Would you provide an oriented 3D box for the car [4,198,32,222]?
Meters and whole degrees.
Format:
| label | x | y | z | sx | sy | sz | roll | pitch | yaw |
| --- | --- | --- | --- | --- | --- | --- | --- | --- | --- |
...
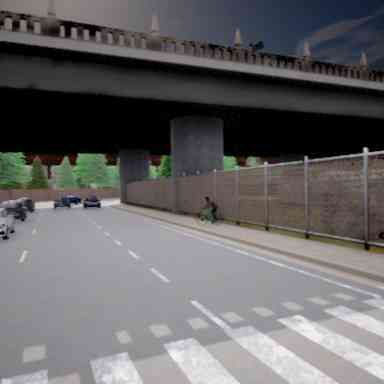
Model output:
| label | x | y | z | sx | sy | sz | roll | pitch | yaw |
| --- | --- | --- | --- | --- | --- | --- | --- | --- | --- |
| car | -13.771 | 1.456 | 25.659 | 1.837 | 1.490 | 4.892 | -1 | 1 | -23 |

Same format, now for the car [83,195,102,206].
| label | x | y | z | sx | sy | sz | roll | pitch | yaw |
| --- | --- | --- | --- | --- | --- | --- | --- | --- | --- |
| car | -15.017 | 1.233 | 50.189 | 1.994 | 1.385 | 4.181 | -1 | 1 | -6 |

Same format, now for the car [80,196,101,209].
| label | x | y | z | sx | sy | sz | roll | pitch | yaw |
| --- | --- | --- | --- | --- | --- | --- | --- | --- | --- |
| car | -12.390 | 1.298 | 41.189 | 1.994 | 1.385 | 4.181 | -1 | 1 | -20 |

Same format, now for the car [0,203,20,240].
| label | x | y | z | sx | sy | sz | roll | pitch | yaw |
| --- | --- | --- | --- | --- | --- | --- | --- | --- | --- |
| car | -9.956 | 1.522 | 16.557 | 1.812 | 1.442 | 4.674 | -1 | 1 | -23 |

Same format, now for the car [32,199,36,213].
| label | x | y | z | sx | sy | sz | roll | pitch | yaw |
| --- | --- | --- | --- | --- | --- | --- | --- | --- | --- |
| car | -17.701 | 1.407 | 35.227 | 1.837 | 1.490 | 4.892 | -1 | 1 | -22 |

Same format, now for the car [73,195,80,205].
| label | x | y | z | sx | sy | sz | roll | pitch | yaw |
| --- | --- | --- | --- | --- | --- | --- | --- | --- | --- |
| car | -18.491 | 1.187 | 51.883 | 1.882 | 1.535 | 5.008 | -1 | 1 | -7 |

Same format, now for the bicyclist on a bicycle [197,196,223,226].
| label | x | y | z | sx | sy | sz | roll | pitch | yaw |
| --- | --- | --- | --- | --- | --- | --- | --- | --- | --- |
| bicyclist on a bicycle | 1.013 | 1.075 | 18.782 | 1.656 | 1.620 | 0.582 | -2 | 1 | -23 |

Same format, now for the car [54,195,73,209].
| label | x | y | z | sx | sy | sz | roll | pitch | yaw |
| --- | --- | --- | --- | --- | --- | --- | --- | --- | --- |
| car | -16.004 | 1.325 | 41.084 | 1.812 | 1.442 | 4.674 | -1 | 1 | -19 |
